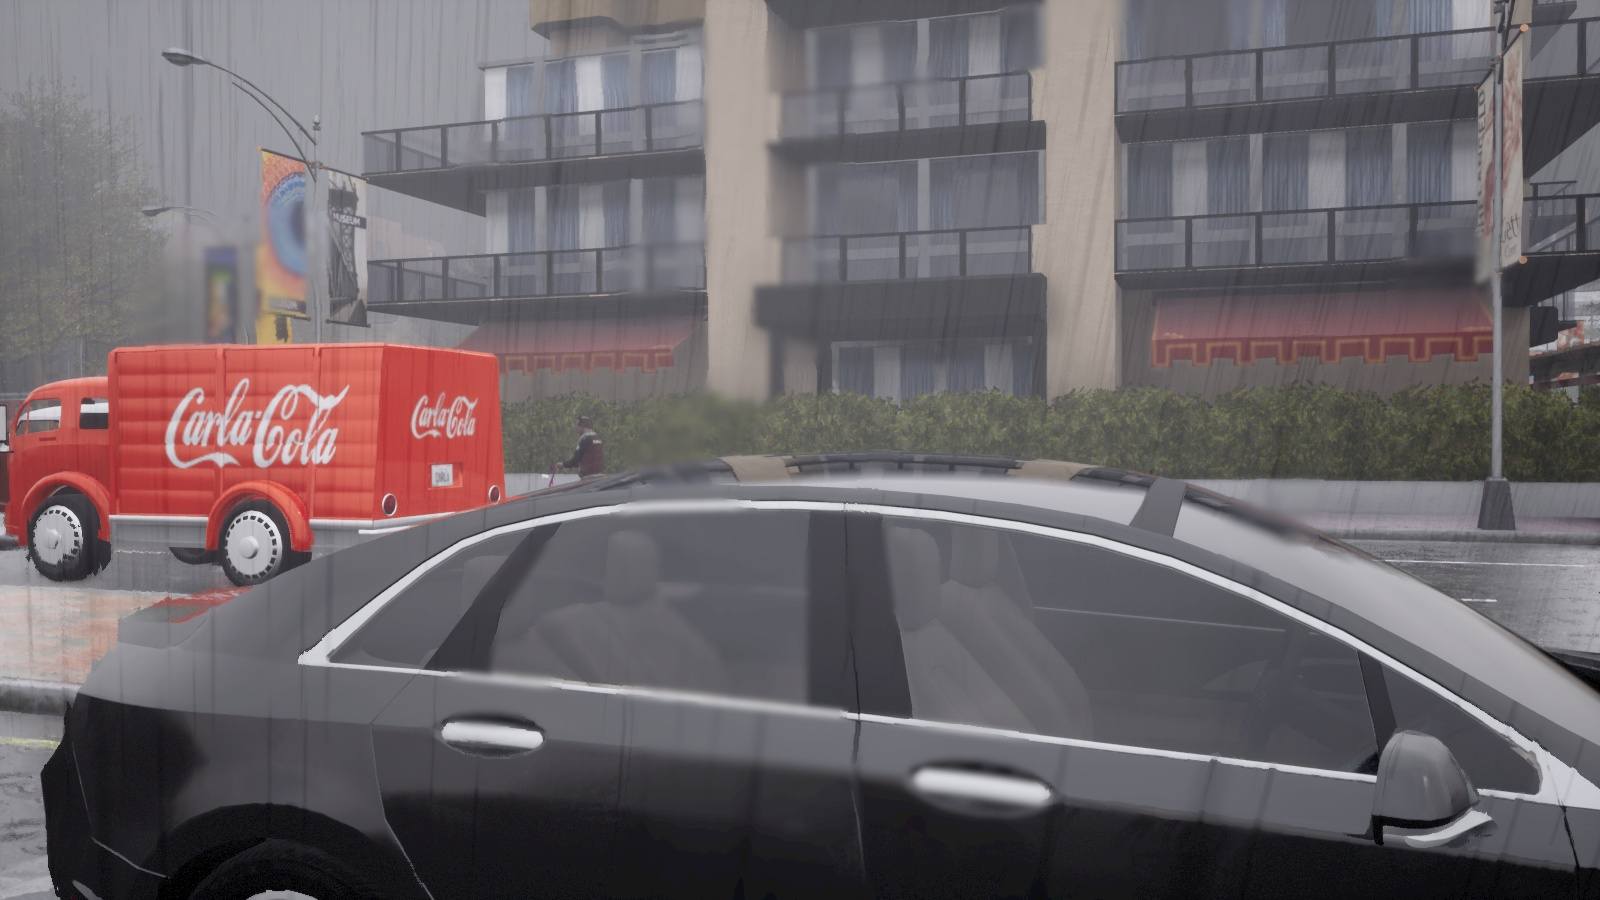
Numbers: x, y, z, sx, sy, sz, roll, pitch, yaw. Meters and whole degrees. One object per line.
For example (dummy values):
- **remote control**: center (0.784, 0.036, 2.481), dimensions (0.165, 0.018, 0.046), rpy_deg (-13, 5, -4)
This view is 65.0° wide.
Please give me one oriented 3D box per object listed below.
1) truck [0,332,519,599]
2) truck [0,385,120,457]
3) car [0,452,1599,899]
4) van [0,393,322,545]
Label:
- **truck**: center (-6.039, 0.100, 13.653), dimensions (5.204, 2.467, 2.627), rpy_deg (1, 1, 19)
- **truck**: center (-42.201, -1.612, 69.671), dimensions (8.468, 3.827, 2.891), rpy_deg (1, 1, 19)
- **car**: center (0.540, 0.785, 3.011), dimensions (4.892, 1.490, 1.837), rpy_deg (1, 1, 19)
- **van**: center (-9.596, 0.218, 18.508), dimensions (4.480, 2.038, 2.069), rpy_deg (1, 1, 19)
